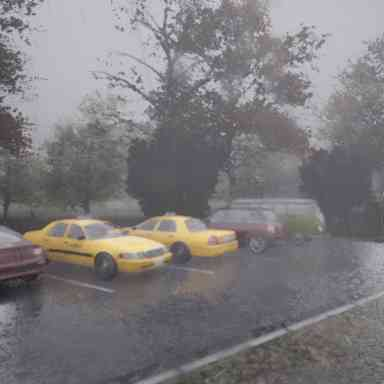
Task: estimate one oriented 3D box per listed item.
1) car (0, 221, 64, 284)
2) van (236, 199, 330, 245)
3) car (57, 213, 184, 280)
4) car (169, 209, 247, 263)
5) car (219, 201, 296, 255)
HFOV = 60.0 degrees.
[{"bbox_3d":[-5.621,1.540,8.484,4.674,1.452,2.002,-1,-1,34],"label":"car"},{"bbox_3d":[4.002,1.314,15.466,4.442,1.987,1.878,-1,-1,33],"label":"van"},{"bbox_3d":[-3.070,1.505,10.127,5.366,1.575,1.946,-1,-1,34],"label":"car"},{"bbox_3d":[-0.993,1.520,12.080,5.366,1.575,1.946,-1,-1,34],"label":"car"},{"bbox_3d":[1.565,1.405,13.725,4.553,1.767,2.185,-1,-1,34],"label":"car"}]
